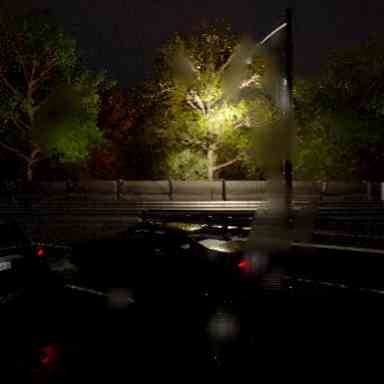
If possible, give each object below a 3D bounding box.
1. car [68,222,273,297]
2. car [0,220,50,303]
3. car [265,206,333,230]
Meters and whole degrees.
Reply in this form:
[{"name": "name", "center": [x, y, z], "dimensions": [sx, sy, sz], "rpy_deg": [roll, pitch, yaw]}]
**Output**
[{"name": "car", "center": [-0.763, 1.502, 8.460], "dimensions": [5.357, 1.411, 2.033], "rpy_deg": [0, 0, 32]}, {"name": "car", "center": [-5.115, 1.311, 6.946], "dimensions": [4.553, 1.767, 2.097], "rpy_deg": [0, 0, 32]}, {"name": "car", "center": [5.624, 1.507, 19.496], "dimensions": [4.718, 1.301, 1.895], "rpy_deg": [0, 0, -10]}]
